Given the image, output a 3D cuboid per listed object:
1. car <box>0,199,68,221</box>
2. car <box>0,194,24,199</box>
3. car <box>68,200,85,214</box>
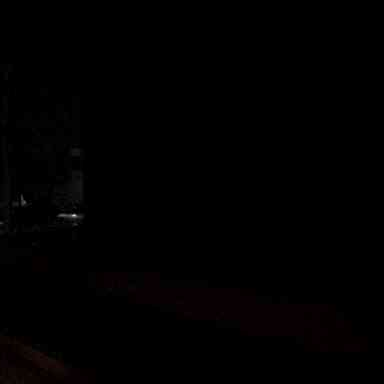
[{"bbox_3d":[-13.128,1.526,27.613,1.812,1.442,4.674,0,0,34],"label":"car"},{"bbox_3d":[-16.963,1.221,28.169,2.150,2.045,5.566,0,0,35],"label":"car"},{"bbox_3d":[-11.613,1.526,36.329,1.812,1.442,4.674,0,0,31],"label":"car"}]
